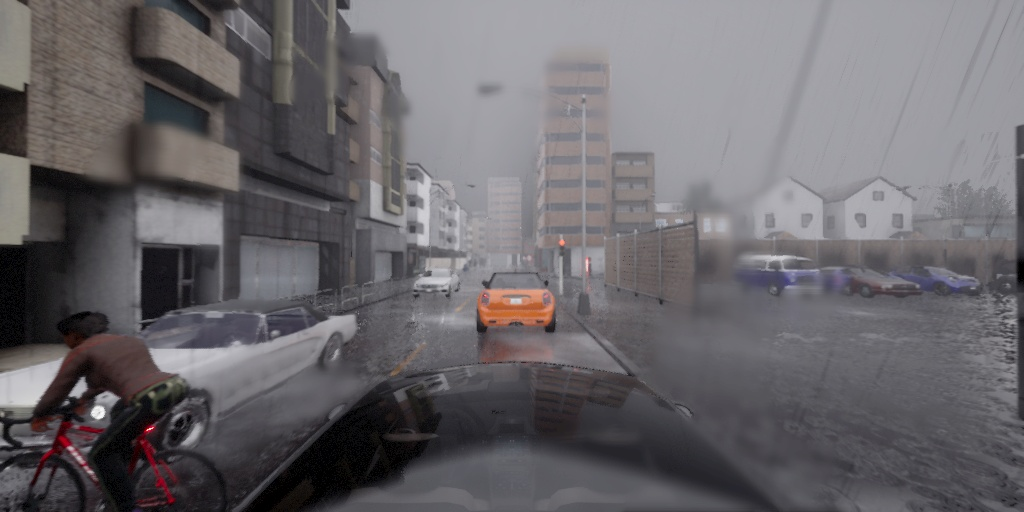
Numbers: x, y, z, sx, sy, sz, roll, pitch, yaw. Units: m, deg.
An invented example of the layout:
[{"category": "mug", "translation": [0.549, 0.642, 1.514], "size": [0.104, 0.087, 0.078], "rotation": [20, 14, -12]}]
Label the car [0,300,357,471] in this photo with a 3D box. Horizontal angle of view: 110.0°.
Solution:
[{"category": "car", "translation": [-4.092, 1.372, 5.061], "size": [1.895, 1.301, 4.718], "rotation": [0, 0, 0]}]

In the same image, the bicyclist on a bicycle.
[{"category": "bicyclist on a bicycle", "translation": [-2.772, 1.207, 2.451], "size": [1.656, 1.620, 0.582], "rotation": [0, 0, -1]}]

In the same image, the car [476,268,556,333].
[{"category": "car", "translation": [0.103, 1.164, 11.184], "size": [2.097, 1.767, 4.553], "rotation": [0, 0, 0]}]

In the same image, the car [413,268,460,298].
[{"category": "car", "translation": [-4.003, 1.392, 19.649], "size": [1.812, 1.442, 4.674], "rotation": [0, 0, 0]}]
